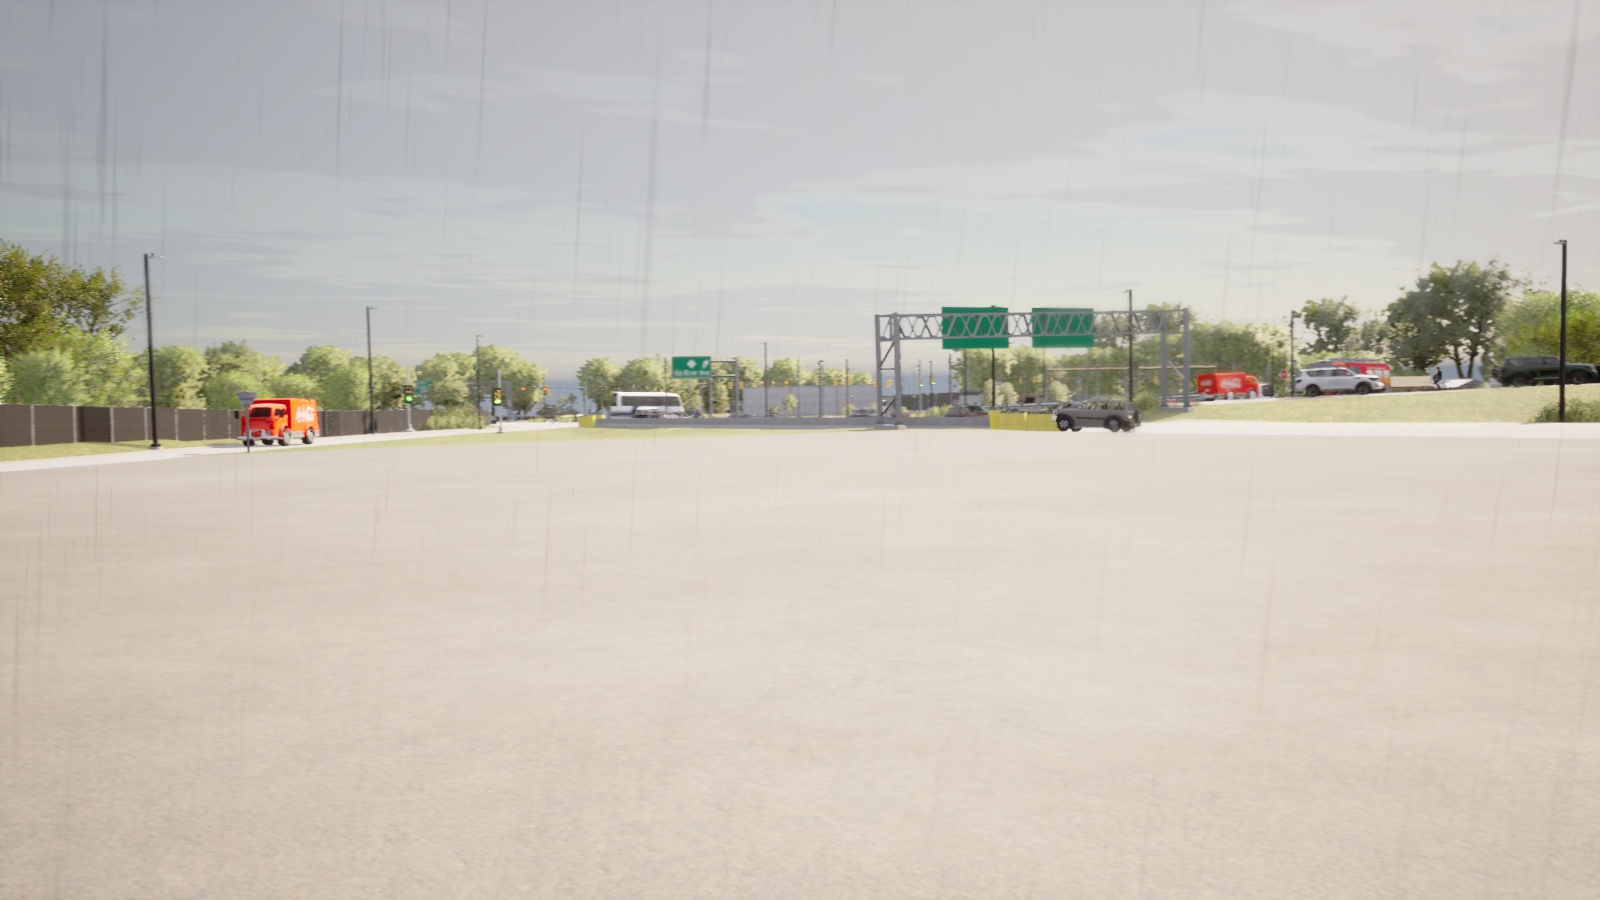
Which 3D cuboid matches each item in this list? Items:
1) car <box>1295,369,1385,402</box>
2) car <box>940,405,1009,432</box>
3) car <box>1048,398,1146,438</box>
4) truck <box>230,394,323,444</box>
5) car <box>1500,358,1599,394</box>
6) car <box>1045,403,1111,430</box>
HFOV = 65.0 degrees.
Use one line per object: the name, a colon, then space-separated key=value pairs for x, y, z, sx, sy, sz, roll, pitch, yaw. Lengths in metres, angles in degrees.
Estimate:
car: x=37.794 y=-4.509 z=87.891 sx=5.566 sy=2.045 sz=2.150 roll=-1 pitch=2 yaw=29
car: x=11.288 y=-2.059 z=81.514 sx=2.033 sy=1.649 sz=4.856 roll=-2 pitch=2 yaw=-27
car: x=15.823 y=-1.709 z=67.080 sx=4.605 sy=1.855 sz=1.932 roll=4 pitch=1 yaw=36
truck: x=-27.301 y=-1.656 z=65.713 sx=2.627 sy=2.467 sz=5.204 roll=-1 pitch=2 yaw=1
car: x=48.810 y=-4.790 z=81.753 sx=5.566 sy=2.045 sz=2.150 roll=-1 pitch=2 yaw=32
car: x=17.162 y=-2.077 z=77.589 sx=1.851 sy=1.617 sz=3.988 roll=-2 pitch=2 yaw=-27
